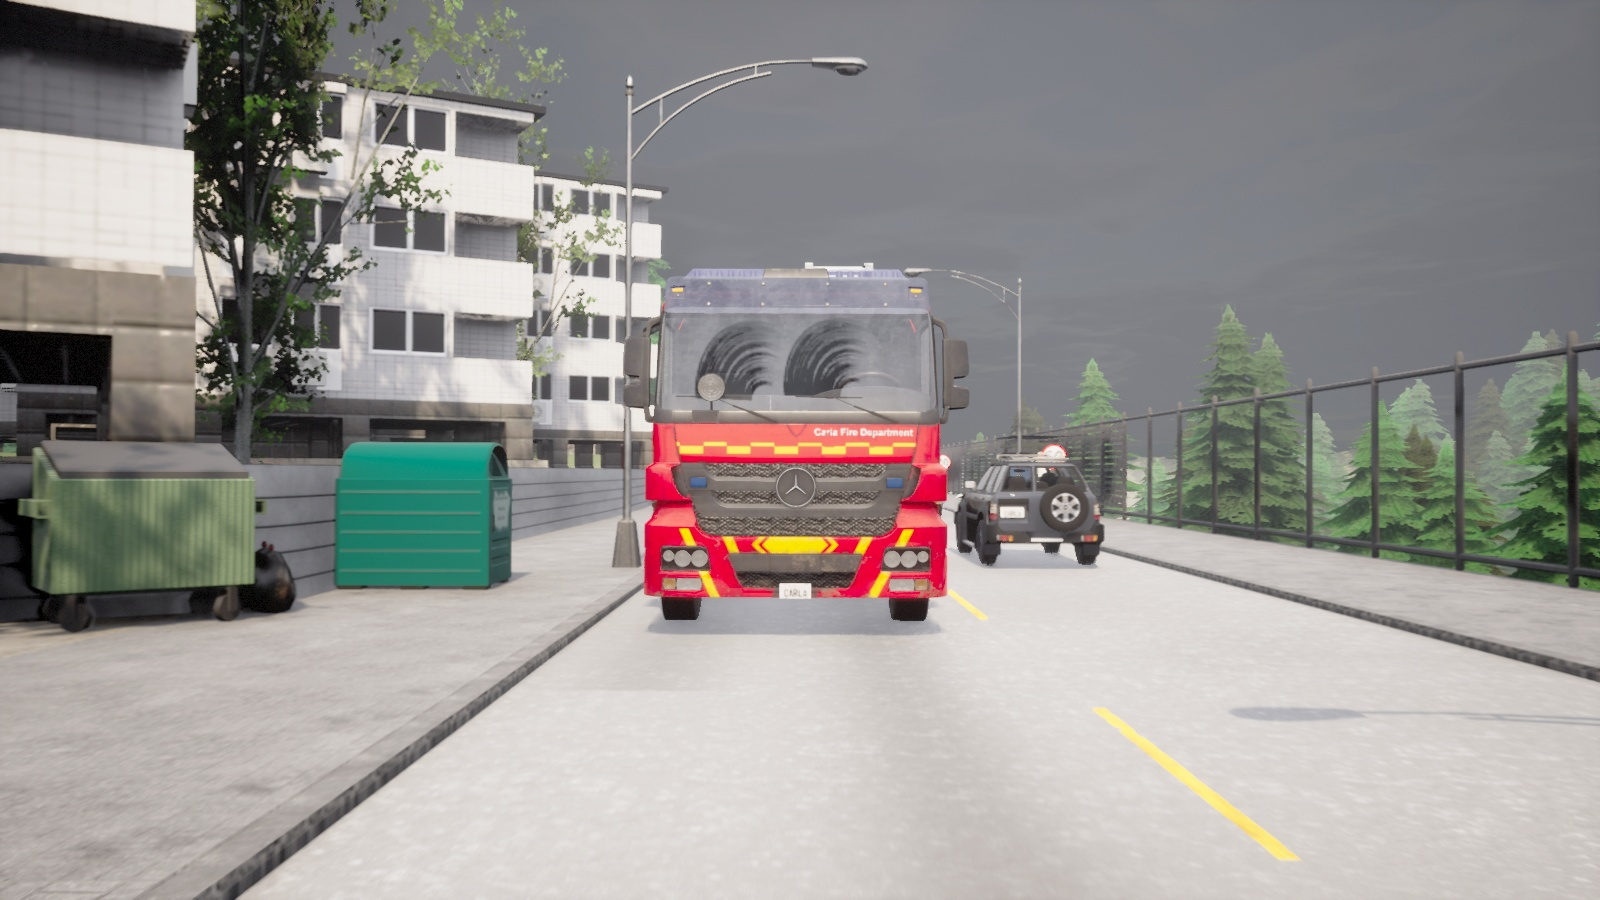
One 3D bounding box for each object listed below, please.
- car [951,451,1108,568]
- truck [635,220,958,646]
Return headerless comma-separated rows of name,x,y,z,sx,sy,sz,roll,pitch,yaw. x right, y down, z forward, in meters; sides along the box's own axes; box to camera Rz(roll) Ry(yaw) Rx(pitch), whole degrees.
car,3.940,0.990,22.380,1.932,1.855,4.605,0,-1,0
truck,-0.045,-0.090,15.538,2.891,3.827,8.468,0,-1,0
